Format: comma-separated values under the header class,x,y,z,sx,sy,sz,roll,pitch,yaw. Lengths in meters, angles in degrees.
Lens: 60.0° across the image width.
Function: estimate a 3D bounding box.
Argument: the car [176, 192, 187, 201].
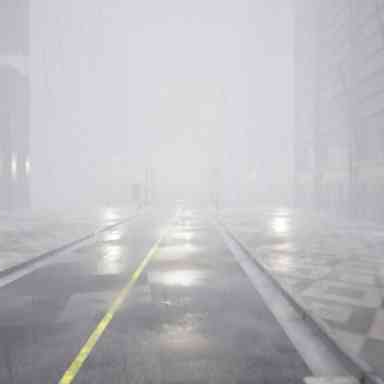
class,x,y,z,sx,sy,sz,roll,pitch,yaw
car,-3.046,1.460,86.013,2.128,1.511,4.902,0,0,0
